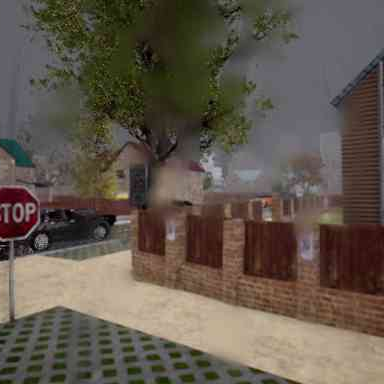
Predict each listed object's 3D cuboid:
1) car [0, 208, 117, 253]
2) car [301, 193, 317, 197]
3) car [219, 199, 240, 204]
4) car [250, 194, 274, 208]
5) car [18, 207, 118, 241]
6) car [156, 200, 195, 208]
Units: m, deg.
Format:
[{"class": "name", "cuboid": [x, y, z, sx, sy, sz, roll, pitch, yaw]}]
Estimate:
[{"class": "car", "cuboid": [-5.448, 1.404, 13.422, 1.837, 1.490, 4.892, -3, -1, 29]}, {"class": "car", "cuboid": [18.470, 0.931, 52.409, 2.097, 1.767, 4.553, -1, 0, 31]}, {"class": "car", "cuboid": [3.686, 1.398, 33.766, 1.895, 1.301, 4.718, -1, 0, 31]}, {"class": "car", "cuboid": [8.917, 1.078, 42.295, 2.097, 1.767, 4.553, -1, 0, 32]}, {"class": "car", "cuboid": [-6.260, 1.532, 17.407, 1.895, 1.301, 4.718, -1, 0, 31]}, {"class": "car", "cuboid": [-1.370, 1.370, 25.477, 1.837, 1.490, 4.892, -1, 0, 31]}]
